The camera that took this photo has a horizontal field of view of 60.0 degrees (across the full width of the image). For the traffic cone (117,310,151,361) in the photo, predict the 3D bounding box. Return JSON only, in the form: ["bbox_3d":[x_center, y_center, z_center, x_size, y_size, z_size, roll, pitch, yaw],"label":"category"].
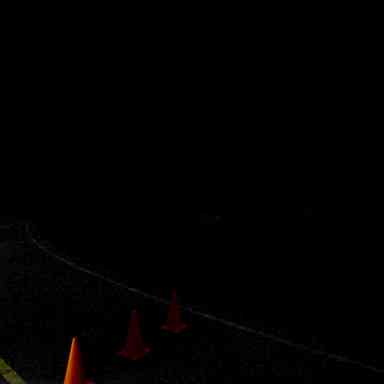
[{"bbox_3d":[-0.802,1.938,4.617,0.340,0.580,0.340,1,1,31],"label":"traffic cone"}]

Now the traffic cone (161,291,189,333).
[{"bbox_3d":[-0.283,1.931,5.468,0.340,0.580,0.340,1,1,31],"label":"traffic cone"}]

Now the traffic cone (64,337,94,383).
[{"bbox_3d":[-1.321,1.945,3.766,0.340,0.580,0.340,1,1,31],"label":"traffic cone"}]
